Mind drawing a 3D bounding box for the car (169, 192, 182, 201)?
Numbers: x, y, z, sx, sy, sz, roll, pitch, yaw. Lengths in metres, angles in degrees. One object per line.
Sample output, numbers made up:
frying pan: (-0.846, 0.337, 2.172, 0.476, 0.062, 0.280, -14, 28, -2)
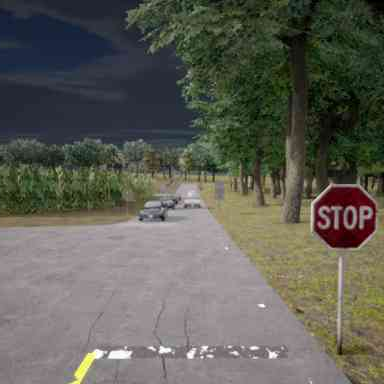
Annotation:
car: (-2.885, 0.780, 58.251, 1.994, 1.385, 4.181, 0, 1, 0)

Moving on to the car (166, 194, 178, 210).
car: (-2.901, 1.252, 37.335, 1.994, 1.385, 4.181, 0, 1, 0)

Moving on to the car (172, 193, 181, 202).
car: (-2.912, 1.054, 48.123, 1.895, 1.301, 4.718, 0, 1, 0)

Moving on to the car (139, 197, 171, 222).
car: (-2.889, 1.398, 25.528, 1.812, 1.442, 4.674, 0, 1, 0)

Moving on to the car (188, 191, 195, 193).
car: (-0.055, 0.522, 67.458, 1.812, 1.442, 4.674, 0, 1, -2)

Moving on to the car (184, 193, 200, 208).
car: (0.036, 1.213, 41.100, 1.895, 1.301, 4.718, 0, 1, 0)
